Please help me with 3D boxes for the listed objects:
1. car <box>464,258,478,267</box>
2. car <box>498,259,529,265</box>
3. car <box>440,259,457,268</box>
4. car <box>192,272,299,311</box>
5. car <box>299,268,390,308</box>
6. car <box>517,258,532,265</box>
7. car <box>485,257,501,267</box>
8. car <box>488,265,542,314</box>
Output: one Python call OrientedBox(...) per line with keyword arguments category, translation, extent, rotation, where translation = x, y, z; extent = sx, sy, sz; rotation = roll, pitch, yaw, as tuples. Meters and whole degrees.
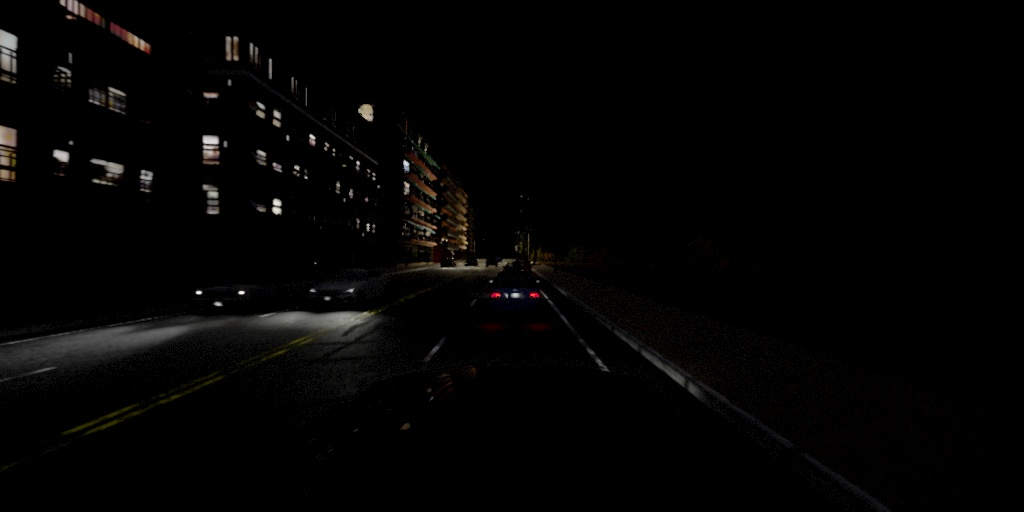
OrientedBox(category="car", translation=(-6.526, 1.054, 57.831), extent=(1.837, 1.490, 4.892), rotation=(0, 1, 1))
OrientedBox(category="car", translation=(0.110, 1.220, 29.030), extent=(1.994, 1.385, 4.181), rotation=(0, 0, 0))
OrientedBox(category="car", translation=(-9.777, 1.107, 55.683), extent=(2.033, 1.411, 5.357), rotation=(0, 0, 1))
OrientedBox(category="car", translation=(-9.845, 1.307, 14.238), extent=(1.895, 1.301, 4.718), rotation=(0, 0, 0))
OrientedBox(category="car", translation=(-6.594, 1.229, 15.125), extent=(1.812, 1.442, 4.674), rotation=(0, 0, 0))
OrientedBox(category="car", translation=(1.150, 0.964, 41.004), extent=(2.097, 1.767, 4.553), rotation=(0, 0, 0))
OrientedBox(category="car", translation=(-3.233, 1.056, 57.798), extent=(1.837, 1.490, 4.892), rotation=(0, 0, 0))
OrientedBox(category="car", translation=(0.104, 1.256, 13.607), extent=(2.033, 1.411, 5.357), rotation=(0, 0, 0))
